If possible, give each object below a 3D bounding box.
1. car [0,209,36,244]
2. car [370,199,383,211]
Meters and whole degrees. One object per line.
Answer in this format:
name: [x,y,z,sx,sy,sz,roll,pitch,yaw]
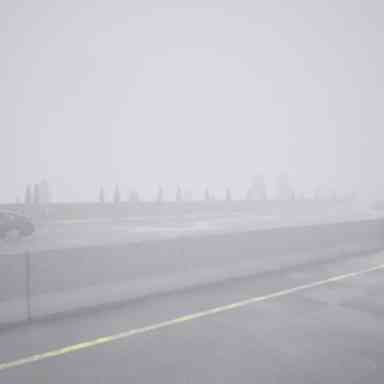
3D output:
car: [-9.474,1.507,14.432,4.892,1.490,1.837,0,0,-36]
car: [23.601,1.629,41.182,1.812,1.442,4.674,0,0,41]
